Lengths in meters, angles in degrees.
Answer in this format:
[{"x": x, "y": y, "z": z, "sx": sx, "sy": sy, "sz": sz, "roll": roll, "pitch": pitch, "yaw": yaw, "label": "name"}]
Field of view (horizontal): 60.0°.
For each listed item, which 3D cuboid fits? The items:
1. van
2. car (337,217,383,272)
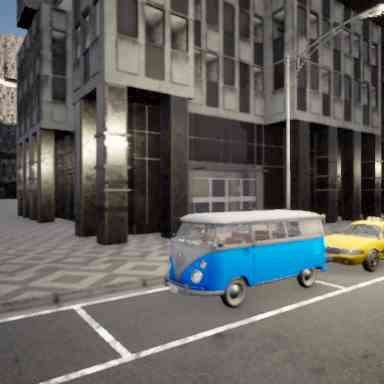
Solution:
[{"x": 1.354, "y": 1.336, "z": 7.616, "sx": 3.998, "sy": 1.788, "sz": 1.690, "roll": 0, "pitch": 0, "yaw": -35, "label": "van"}, {"x": 5.777, "y": 1.516, "z": 10.770, "sx": 4.829, "sy": 1.417, "sz": 1.752, "roll": 0, "pitch": 0, "yaw": -35, "label": "car"}]
